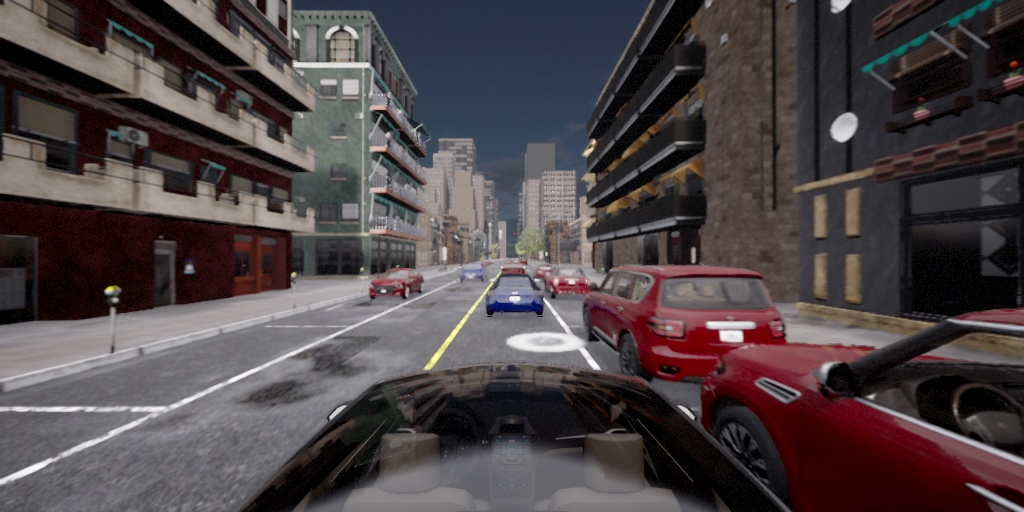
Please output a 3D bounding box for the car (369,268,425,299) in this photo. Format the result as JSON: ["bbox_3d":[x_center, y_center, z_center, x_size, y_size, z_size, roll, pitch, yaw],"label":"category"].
[{"bbox_3d":[-5.684,1.311,18.128,1.888,1.381,4.507,0,0,0],"label":"car"}]

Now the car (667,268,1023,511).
[{"bbox_3d":[2.690,1.064,1.132,2.192,1.841,5.009,0,0,0],"label":"car"}]

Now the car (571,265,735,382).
[{"bbox_3d":[2.692,1.068,6.797,2.192,1.841,5.009,0,0,0],"label":"car"}]

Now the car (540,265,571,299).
[{"bbox_3d":[2.696,1.205,18.125,1.967,1.591,4.097,0,0,0],"label":"car"}]

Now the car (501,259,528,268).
[{"bbox_3d":[0.103,1.260,29.322,1.882,1.535,5.008,0,0,0],"label":"car"}]

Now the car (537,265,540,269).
[{"bbox_3d":[2.700,1.365,29.455,1.802,1.307,4.207,0,0,0],"label":"car"}]

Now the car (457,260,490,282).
[{"bbox_3d":[-3.085,1.308,29.022,1.812,1.442,4.674,0,0,0],"label":"car"}]

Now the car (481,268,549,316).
[{"bbox_3d":[0.097,1.324,13.356,1.994,1.385,4.181,0,0,0],"label":"car"}]
